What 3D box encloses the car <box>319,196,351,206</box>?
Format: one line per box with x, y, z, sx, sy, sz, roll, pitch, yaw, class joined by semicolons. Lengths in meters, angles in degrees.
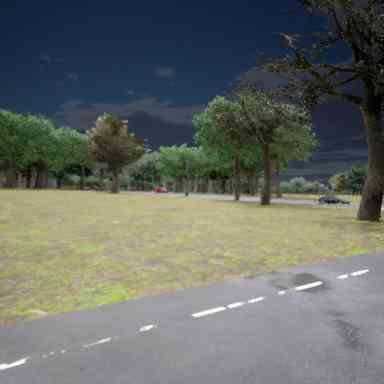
22.414;1.346;52.381;1.837;1.490;4.892;0;2;-35;car
